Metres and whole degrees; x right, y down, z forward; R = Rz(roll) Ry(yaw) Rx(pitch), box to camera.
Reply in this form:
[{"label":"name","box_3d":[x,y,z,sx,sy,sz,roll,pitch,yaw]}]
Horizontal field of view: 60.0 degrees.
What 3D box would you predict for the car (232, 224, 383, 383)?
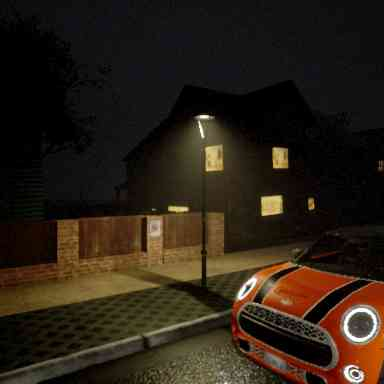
[{"label":"car","box_3d":[2.754,1.351,5.146,4.553,1.767,2.097,0,0,-37]}]
